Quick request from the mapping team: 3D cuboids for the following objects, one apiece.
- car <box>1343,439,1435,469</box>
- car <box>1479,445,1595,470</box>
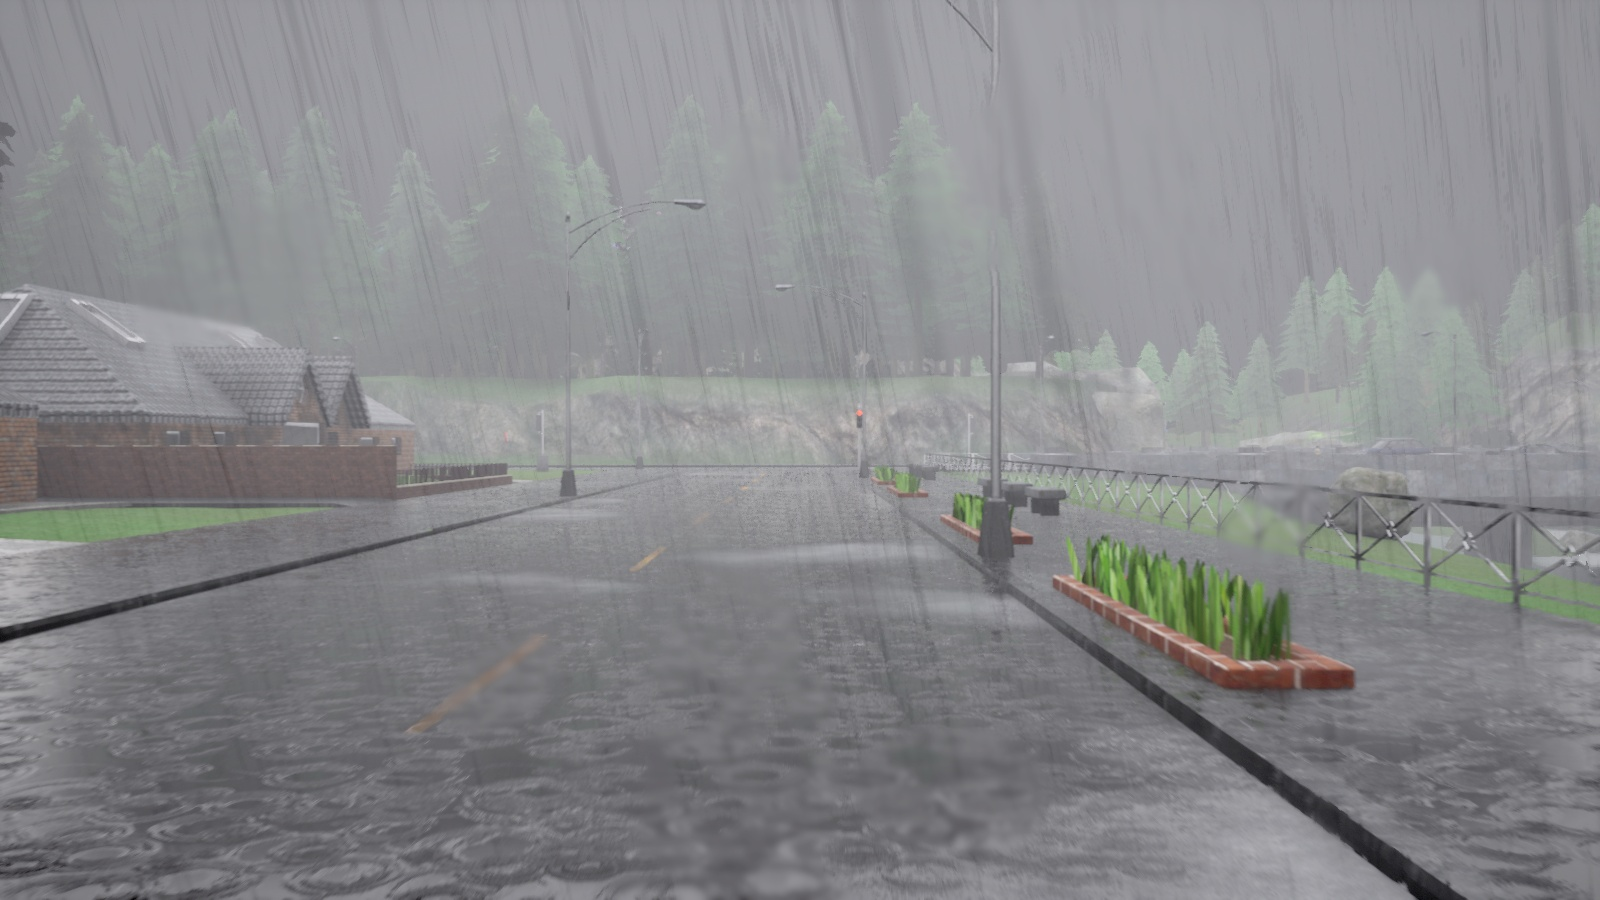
[{"bbox_3d":[35.332,0.208,75.433,4.553,1.767,2.097,0,0,0],"label":"car"},{"bbox_3d":[41.867,0.425,71.396,5.357,1.411,2.033,0,0,0],"label":"car"}]
